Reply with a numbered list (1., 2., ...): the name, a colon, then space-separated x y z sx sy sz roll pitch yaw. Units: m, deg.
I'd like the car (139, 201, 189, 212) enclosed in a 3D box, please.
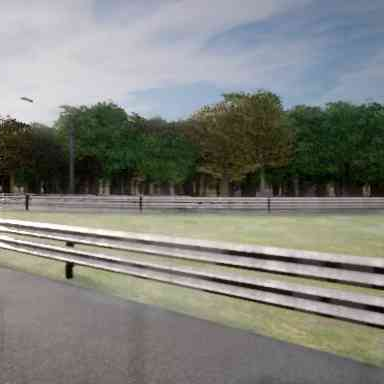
1. car: -2.666 1.145 31.250 4.718 1.301 1.895 0 0 7
